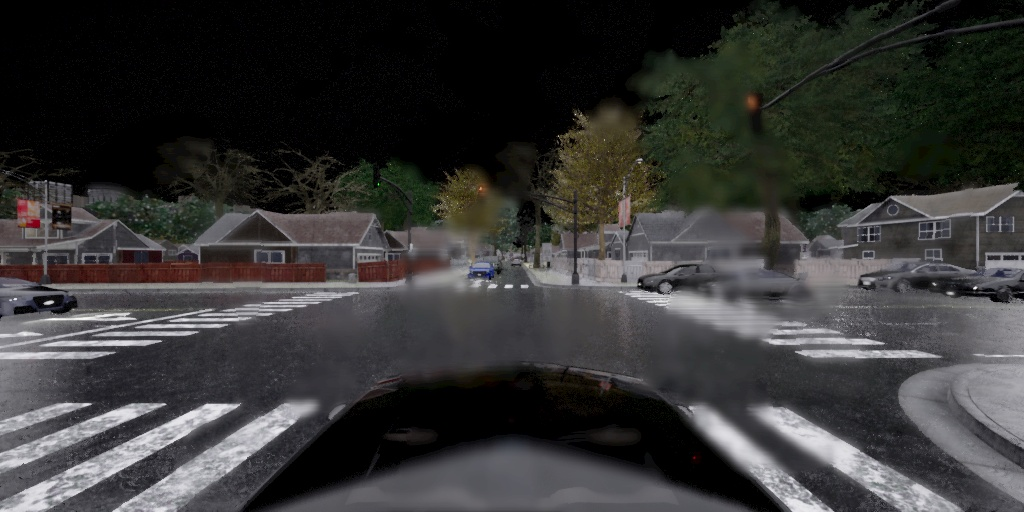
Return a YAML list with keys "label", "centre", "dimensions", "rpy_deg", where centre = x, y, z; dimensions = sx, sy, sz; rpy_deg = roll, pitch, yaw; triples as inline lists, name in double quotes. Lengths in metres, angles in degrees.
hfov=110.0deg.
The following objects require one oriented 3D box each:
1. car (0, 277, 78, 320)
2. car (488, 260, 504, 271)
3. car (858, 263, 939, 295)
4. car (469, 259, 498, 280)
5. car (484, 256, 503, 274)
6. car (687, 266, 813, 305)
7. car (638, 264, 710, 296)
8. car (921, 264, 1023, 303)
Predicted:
- label: "car"
  centre: [-17.598, 1.410, 12.136]
  dimensions: [4.181, 1.385, 1.994]
  rpy_deg: [0, 0, 1]
- label: "car"
  centre: [-2.269, 1.330, 51.964]
  dimensions: [2.033, 1.411, 5.357]
  rpy_deg: [0, 0, 1]
- label: "car"
  centre: [20.537, 1.110, 18.231]
  dimensions: [4.902, 1.511, 2.128]
  rpy_deg: [0, 0, 1]
- label: "car"
  centre: [-2.594, 1.241, 31.411]
  dimensions: [1.882, 1.535, 5.008]
  rpy_deg: [0, 0, 1]
- label: "car"
  centre: [-2.400, 0.994, 41.647]
  dimensions: [2.150, 2.045, 5.566]
  rpy_deg: [0, 0, 1]
- label: "car"
  centre: [10.074, 1.243, 15.145]
  dimensions: [4.181, 1.385, 1.994]
  rpy_deg: [0, 0, 1]
- label: "car"
  centre: [9.004, 1.188, 18.416]
  dimensions: [4.892, 1.490, 1.837]
  rpy_deg: [0, 0, 1]
- label: "car"
  centre: [21.066, 1.165, 14.975]
  dimensions: [5.357, 1.411, 2.033]
  rpy_deg: [0, 0, 1]
